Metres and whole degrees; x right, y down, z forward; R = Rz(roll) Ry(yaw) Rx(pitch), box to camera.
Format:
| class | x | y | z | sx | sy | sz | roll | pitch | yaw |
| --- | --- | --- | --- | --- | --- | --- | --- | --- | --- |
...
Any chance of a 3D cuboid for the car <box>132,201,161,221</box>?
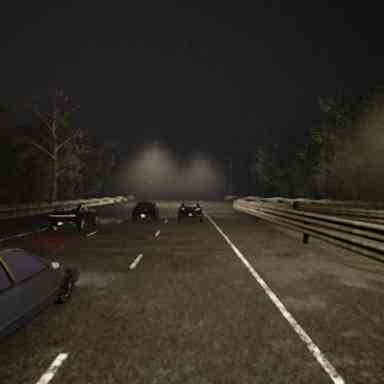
| class | x | y | z | sx | sy | sz | roll | pitch | yaw |
| --- | --- | --- | --- | --- | --- | --- | --- | --- | --- |
| car | -3.656 | 1.488 | 26.881 | 1.837 | 1.490 | 4.892 | 0 | 0 | -1 |

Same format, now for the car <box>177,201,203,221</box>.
| class | x | y | z | sx | sy | sz | roll | pitch | yaw |
| --- | --- | --- | --- | --- | --- | --- | --- | --- | --- |
| car | -0.151 | 1.474 | 26.665 | 2.128 | 1.511 | 4.902 | 0 | 0 | -1 |

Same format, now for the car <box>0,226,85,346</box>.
| class | x | y | z | sx | sy | sz | roll | pitch | yaw |
| --- | --- | --- | --- | --- | --- | --- | --- | --- | --- |
| car | -3.415 | 1.542 | 5.023 | 2.033 | 1.411 | 5.357 | 0 | 0 | 0 |

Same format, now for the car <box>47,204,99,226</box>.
| class | x | y | z | sx | sy | sz | roll | pitch | yaw |
| --- | --- | --- | --- | --- | --- | --- | --- | --- | --- |
| car | -7.049 | 1.477 | 20.126 | 2.128 | 1.511 | 4.902 | 0 | 0 | -1 |
